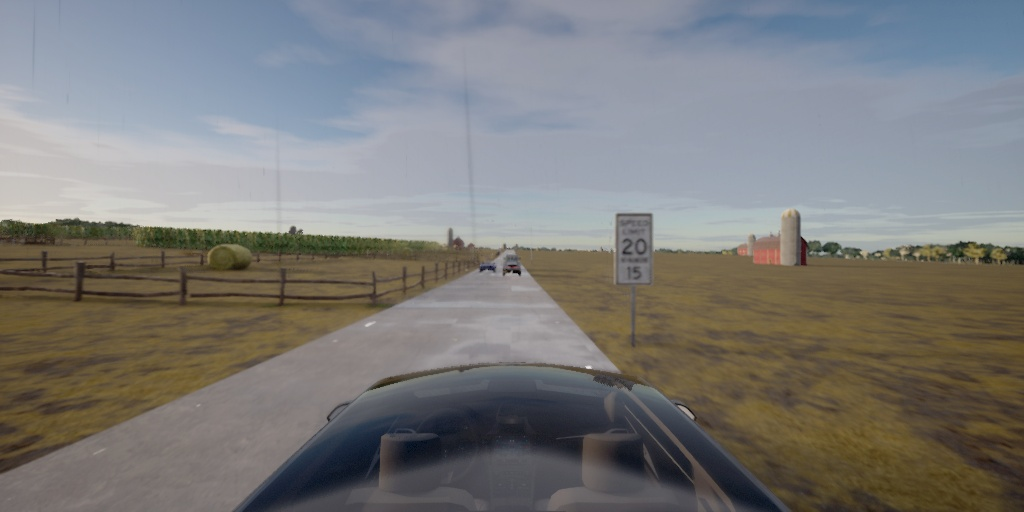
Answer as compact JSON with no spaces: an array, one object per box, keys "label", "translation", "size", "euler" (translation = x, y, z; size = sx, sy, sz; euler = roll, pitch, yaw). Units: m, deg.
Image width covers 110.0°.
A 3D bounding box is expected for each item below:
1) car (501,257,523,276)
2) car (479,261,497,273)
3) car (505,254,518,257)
[{"label":"car","translation":[-0.017,1.189,36.004],"size":[1.837,1.490,4.892],"euler":[0,1,0]},{"label":"car","translation":[-2.770,1.215,41.698],"size":[1.895,1.301,4.718],"euler":[0,1,0]},{"label":"car","translation":[-0.008,0.767,47.977],"size":[2.150,2.045,5.566],"euler":[0,1,0]}]
